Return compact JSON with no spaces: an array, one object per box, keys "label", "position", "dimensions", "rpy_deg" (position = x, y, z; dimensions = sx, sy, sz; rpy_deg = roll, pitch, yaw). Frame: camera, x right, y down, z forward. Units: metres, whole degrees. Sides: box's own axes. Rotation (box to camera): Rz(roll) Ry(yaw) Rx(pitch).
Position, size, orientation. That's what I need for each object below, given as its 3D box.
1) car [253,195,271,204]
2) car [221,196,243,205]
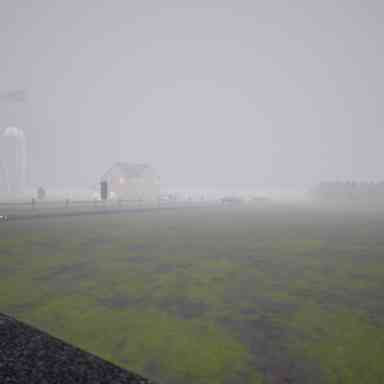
[{"label":"car","position":[13.056,1.341,62.125],"dimensions":[1.882,1.535,5.008],"rpy_deg":[0,0,35]},{"label":"car","position":[6.423,1.323,52.714],"dimensions":[2.128,1.511,4.902],"rpy_deg":[0,-1,36]}]
